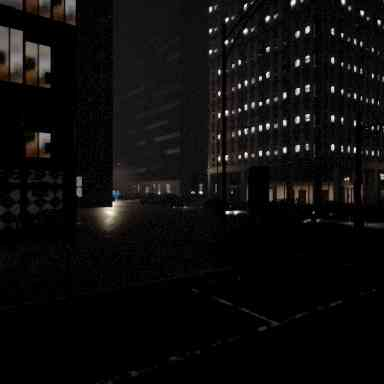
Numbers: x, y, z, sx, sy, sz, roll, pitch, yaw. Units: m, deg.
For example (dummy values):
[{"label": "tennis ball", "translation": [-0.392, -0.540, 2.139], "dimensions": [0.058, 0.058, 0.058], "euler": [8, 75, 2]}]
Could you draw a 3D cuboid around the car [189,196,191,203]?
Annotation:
[{"label": "car", "translation": [-1.911, 0.984, 54.312], "dimensions": [1.967, 1.590, 4.097], "euler": [1, 0, -35]}]

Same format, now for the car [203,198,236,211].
[{"label": "car", "translation": [2.966, 1.304, 36.628], "dimensions": [1.994, 1.385, 4.181], "euler": [0, 1, -33]}]

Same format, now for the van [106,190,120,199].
[{"label": "van", "translation": [-18.148, 0.572, 76.605], "dimensions": [1.690, 1.788, 3.998], "euler": [1, 0, -38]}]

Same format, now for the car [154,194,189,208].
[{"label": "car", "translation": [-2.532, 1.253, 40.476], "dimensions": [1.802, 1.307, 4.206], "euler": [1, 0, -33]}]

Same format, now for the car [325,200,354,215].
[{"label": "car", "translation": [12.981, 1.432, 31.211], "dimensions": [1.802, 1.307, 4.206], "euler": [1, 0, -32]}]

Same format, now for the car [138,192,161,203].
[{"label": "car", "translation": [-7.342, 0.832, 57.521], "dimensions": [2.097, 1.767, 4.553], "euler": [0, 1, -35]}]

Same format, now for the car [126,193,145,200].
[{"label": "car", "translation": [-11.554, 0.922, 67.760], "dimensions": [1.947, 1.339, 4.313], "euler": [1, 0, -36]}]

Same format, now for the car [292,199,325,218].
[{"label": "car", "translation": [8.265, 1.342, 28.240], "dimensions": [2.128, 1.511, 4.902], "euler": [0, 1, -32]}]

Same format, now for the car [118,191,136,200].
[{"label": "car", "translation": [-13.160, 0.929, 65.695], "dimensions": [1.994, 1.385, 4.181], "euler": [0, 1, -36]}]

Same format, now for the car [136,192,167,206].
[{"label": "car", "translation": [-5.481, 1.136, 44.972], "dimensions": [1.752, 1.417, 4.829], "euler": [1, 0, -33]}]

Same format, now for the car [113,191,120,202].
[{"label": "car", "translation": [-15.025, 0.962, 58.854], "dimensions": [1.887, 1.381, 4.507], "euler": [1, 0, -35]}]

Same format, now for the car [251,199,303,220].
[{"label": "car", "translation": [6.362, 1.438, 26.519], "dimensions": [1.802, 1.307, 4.206], "euler": [1, 0, -32]}]
